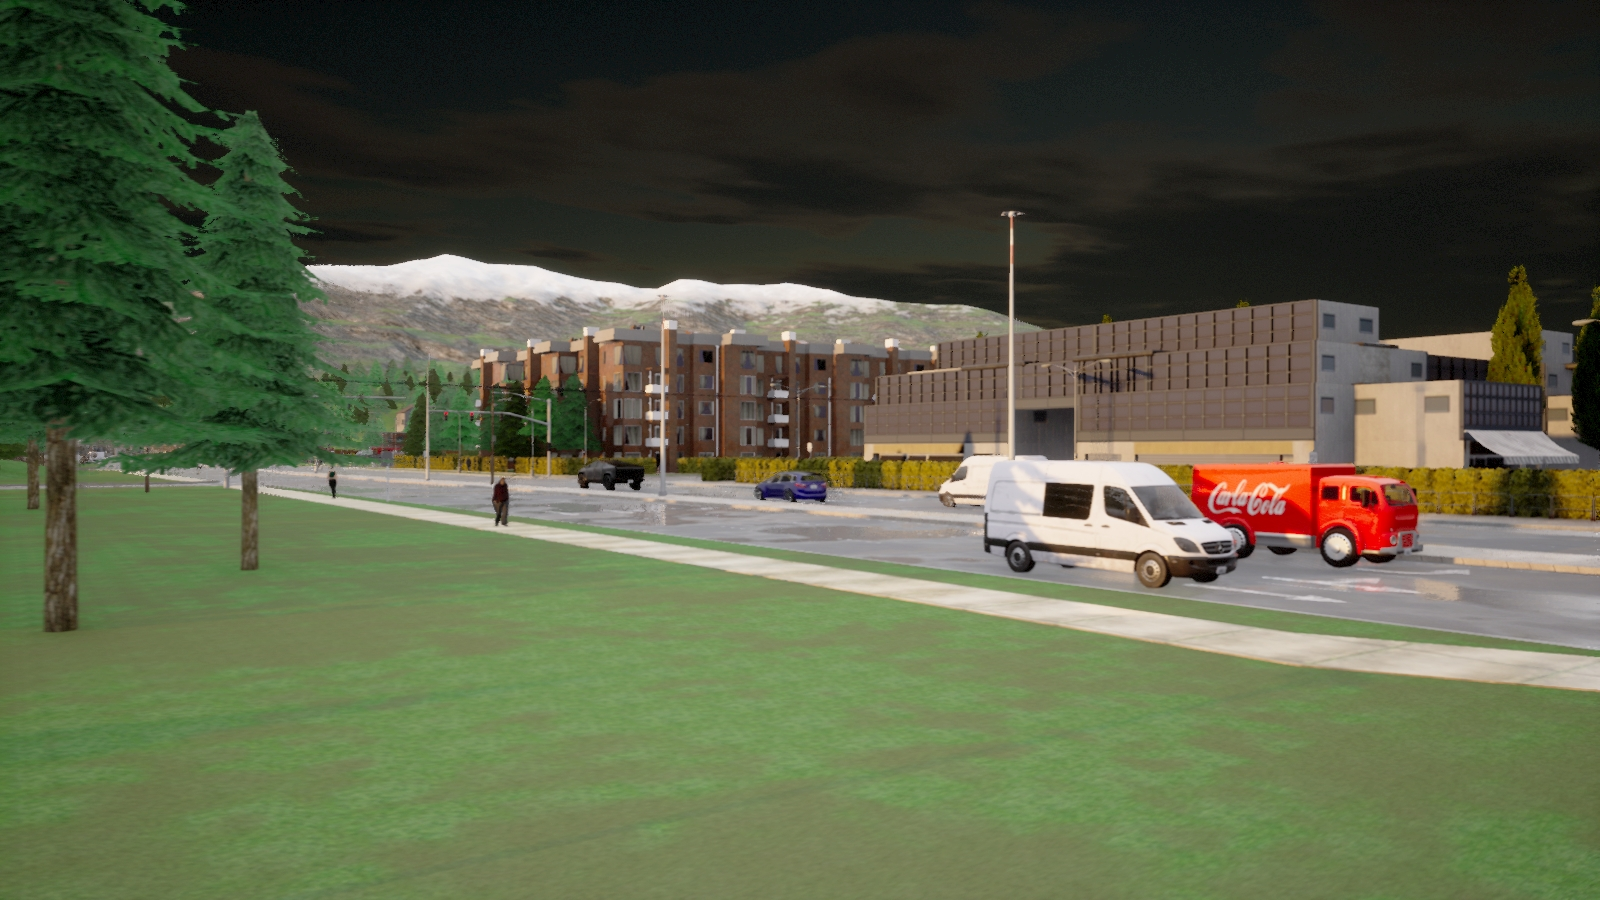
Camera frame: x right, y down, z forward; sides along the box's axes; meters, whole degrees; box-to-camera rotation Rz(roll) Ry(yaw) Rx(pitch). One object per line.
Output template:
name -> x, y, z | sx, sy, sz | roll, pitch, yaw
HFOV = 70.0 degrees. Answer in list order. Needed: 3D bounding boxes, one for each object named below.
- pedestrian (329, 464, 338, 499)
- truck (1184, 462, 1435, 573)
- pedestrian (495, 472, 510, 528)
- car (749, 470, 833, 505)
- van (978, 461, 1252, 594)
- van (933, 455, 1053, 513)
pedestrian -> -24.951, 1.701, 61.076 | 0.375, 1.860, 0.375 | 0, 0, -35
truck -> 12.797, 1.577, 29.030 | 2.627, 2.467, 5.204 | 0, 0, -36
pedestrian -> -10.139, 1.701, 38.927 | 0.375, 1.860, 0.375 | 0, 0, -35
car -> -0.526, 1.978, 61.465 | 2.242, 1.667, 4.611 | 0, 0, -35
van -> 6.786, 1.541, 25.396 | 1.988, 2.561, 5.915 | 0, 0, -36
van -> 9.042, 1.546, 54.013 | 1.988, 2.561, 5.915 | 0, 0, -35
